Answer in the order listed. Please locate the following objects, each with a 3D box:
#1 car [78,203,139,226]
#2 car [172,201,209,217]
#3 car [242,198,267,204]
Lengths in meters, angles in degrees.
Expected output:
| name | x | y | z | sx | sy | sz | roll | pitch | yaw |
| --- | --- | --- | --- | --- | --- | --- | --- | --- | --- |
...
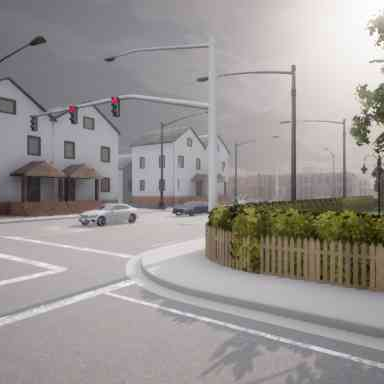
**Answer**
| name | x | y | z | sx | sy | sz | roll | pitch | yaw |
| --- | --- | --- | --- | --- | --- | --- | --- | --- | --- |
| car | -5.729 | 1.526 | 23.473 | 1.812 | 1.442 | 4.674 | 0 | 0 | 35 |
| car | 0.305 | 1.547 | 32.210 | 2.033 | 1.411 | 5.357 | 0 | 0 | 35 |
| car | 8.193 | 1.490 | 43.595 | 2.128 | 1.511 | 4.902 | 0 | 0 | 35 |
